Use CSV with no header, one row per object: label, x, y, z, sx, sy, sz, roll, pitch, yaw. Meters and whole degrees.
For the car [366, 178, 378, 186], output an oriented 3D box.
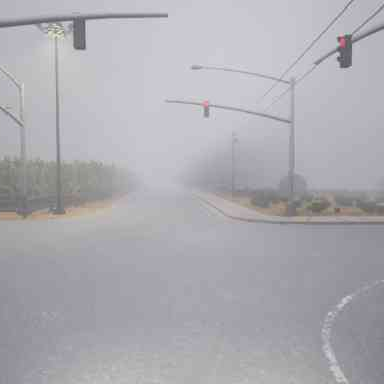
car,42.115,-2.293,77.607,1.905,1.878,3.866,10,10,41
